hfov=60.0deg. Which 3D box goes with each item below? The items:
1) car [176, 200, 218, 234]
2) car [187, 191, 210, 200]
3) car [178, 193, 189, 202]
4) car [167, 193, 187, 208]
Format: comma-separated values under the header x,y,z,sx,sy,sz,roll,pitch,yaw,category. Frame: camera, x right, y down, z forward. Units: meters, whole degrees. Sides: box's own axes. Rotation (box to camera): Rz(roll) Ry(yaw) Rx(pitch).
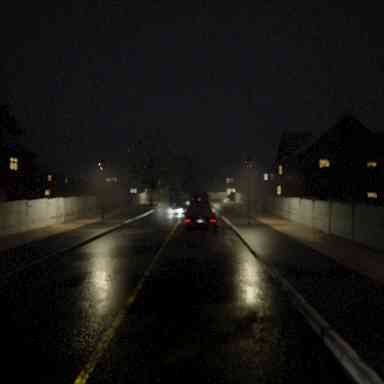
x,y,z,sx,sy,sz,roll,pitch,yaw,category
0.441,1.386,18.069,2.033,1.411,5.357,0,1,1,car
0.848,0.893,37.946,2.150,2.045,5.566,0,0,1,car
-1.500,0.972,62.696,1.882,1.535,5.008,0,0,1,car
-1.948,1.157,40.368,2.128,1.511,4.902,0,0,1,car
